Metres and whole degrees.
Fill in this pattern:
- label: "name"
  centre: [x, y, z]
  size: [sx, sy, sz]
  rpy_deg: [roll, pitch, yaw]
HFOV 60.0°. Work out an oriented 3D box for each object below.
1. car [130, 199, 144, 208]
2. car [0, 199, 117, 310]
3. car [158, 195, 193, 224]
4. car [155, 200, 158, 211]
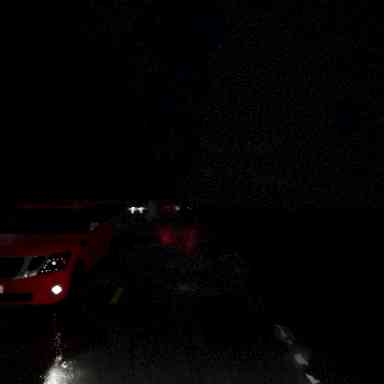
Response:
- label: "car"
  centre: [-8.431, 1.701, 51.120]
  size: [1.994, 1.385, 4.181]
  rpy_deg: [0, 0, -11]
- label: "car"
  centre: [-3.302, 1.222, 8.148]
  size: [2.150, 2.045, 5.566]
  rpy_deg: [0, 0, -2]
- label: "car"
  centre: [-1.219, 1.228, 24.807]
  size: [2.150, 2.045, 5.566]
  rpy_deg: [0, -1, -6]
- label: "car"
  centre: [-3.655, 1.554, 42.758]
  size: [1.882, 1.535, 5.008]
  rpy_deg: [0, 0, -9]
